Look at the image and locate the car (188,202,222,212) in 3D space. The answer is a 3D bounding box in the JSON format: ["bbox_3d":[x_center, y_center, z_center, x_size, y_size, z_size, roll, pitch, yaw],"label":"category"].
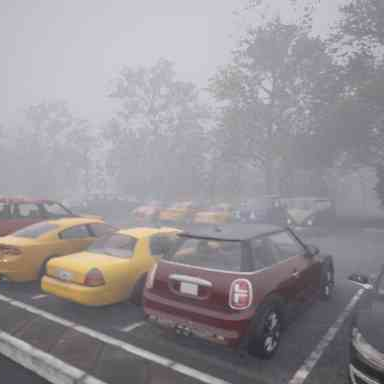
[{"bbox_3d":[2.290,1.477,22.052,1.946,1.575,5.366,0,0,36],"label":"car"}]

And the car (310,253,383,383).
[{"bbox_3d":[3.579,1.523,4.761,2.231,1.521,4.892,0,0,36],"label":"car"}]

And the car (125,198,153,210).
[{"bbox_3d":[-2.415,1.328,25.261,2.185,1.767,4.553,1,0,36],"label":"car"}]

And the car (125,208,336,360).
[{"bbox_3d":[1.200,1.386,6.434,2.185,1.767,4.553,0,0,36],"label":"car"}]

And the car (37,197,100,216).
[{"bbox_3d":[-11.587,1.309,31.623,1.946,1.575,5.366,1,1,36],"label":"car"}]

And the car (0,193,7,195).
[{"bbox_3d":[-18.154,1.121,36.590,2.231,1.521,4.892,2,1,36],"label":"car"}]

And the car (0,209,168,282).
[{"bbox_3d":[-3.195,1.491,9.642,2.097,1.535,5.008,0,0,36],"label":"car"}]

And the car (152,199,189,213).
[{"bbox_3d":[-0.179,1.469,23.601,2.097,1.535,5.008,0,0,36],"label":"car"}]

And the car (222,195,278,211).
[{"bbox_3d":[4.423,1.239,20.247,2.435,2.045,5.566,0,0,36],"label":"car"}]

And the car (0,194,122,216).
[{"bbox_3d":[-5.430,1.230,11.299,2.435,2.045,5.566,0,0,36],"label":"car"}]

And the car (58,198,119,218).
[{"bbox_3d":[-9.214,1.359,30.144,2.097,1.535,5.008,1,1,36],"label":"car"}]

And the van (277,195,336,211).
[{"bbox_3d":[6.628,1.274,18.544,1.878,1.987,4.442,0,0,36],"label":"van"}]

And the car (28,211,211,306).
[{"bbox_3d":[-0.827,1.498,8.167,1.946,1.575,5.366,0,0,36],"label":"car"}]

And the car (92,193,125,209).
[{"bbox_3d":[-6.938,1.148,28.527,2.435,2.045,5.566,1,1,36],"label":"car"}]
